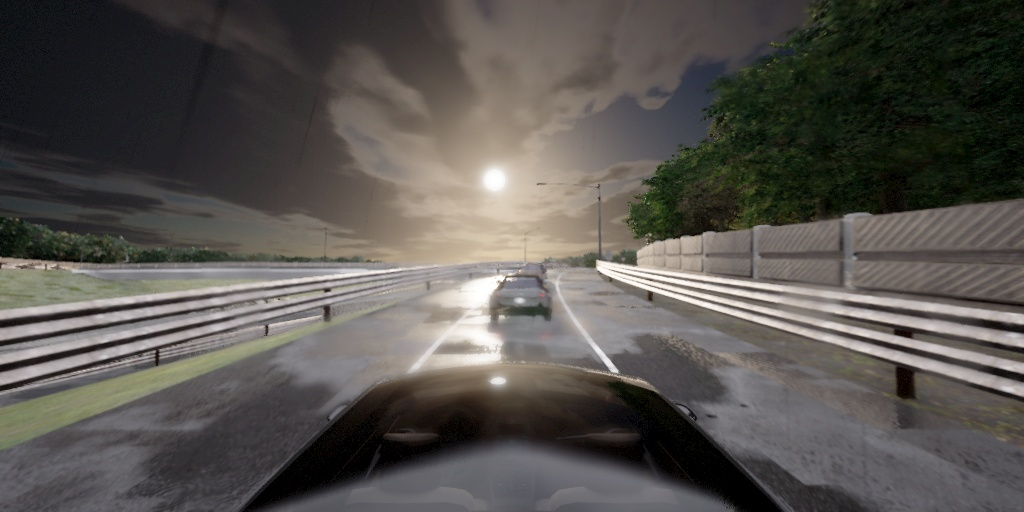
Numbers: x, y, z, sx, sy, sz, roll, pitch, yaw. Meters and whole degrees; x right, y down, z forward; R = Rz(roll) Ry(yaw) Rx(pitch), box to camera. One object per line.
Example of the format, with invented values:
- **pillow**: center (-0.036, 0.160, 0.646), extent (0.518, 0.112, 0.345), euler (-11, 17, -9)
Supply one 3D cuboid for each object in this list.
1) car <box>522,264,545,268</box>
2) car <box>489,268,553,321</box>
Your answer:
- **car**: center (1.475, 1.223, 24.843), extent (2.033, 1.411, 5.357), euler (0, 0, 8)
- **car**: center (0.371, 1.279, 12.414), extent (1.994, 1.385, 4.181), euler (0, 0, 4)
